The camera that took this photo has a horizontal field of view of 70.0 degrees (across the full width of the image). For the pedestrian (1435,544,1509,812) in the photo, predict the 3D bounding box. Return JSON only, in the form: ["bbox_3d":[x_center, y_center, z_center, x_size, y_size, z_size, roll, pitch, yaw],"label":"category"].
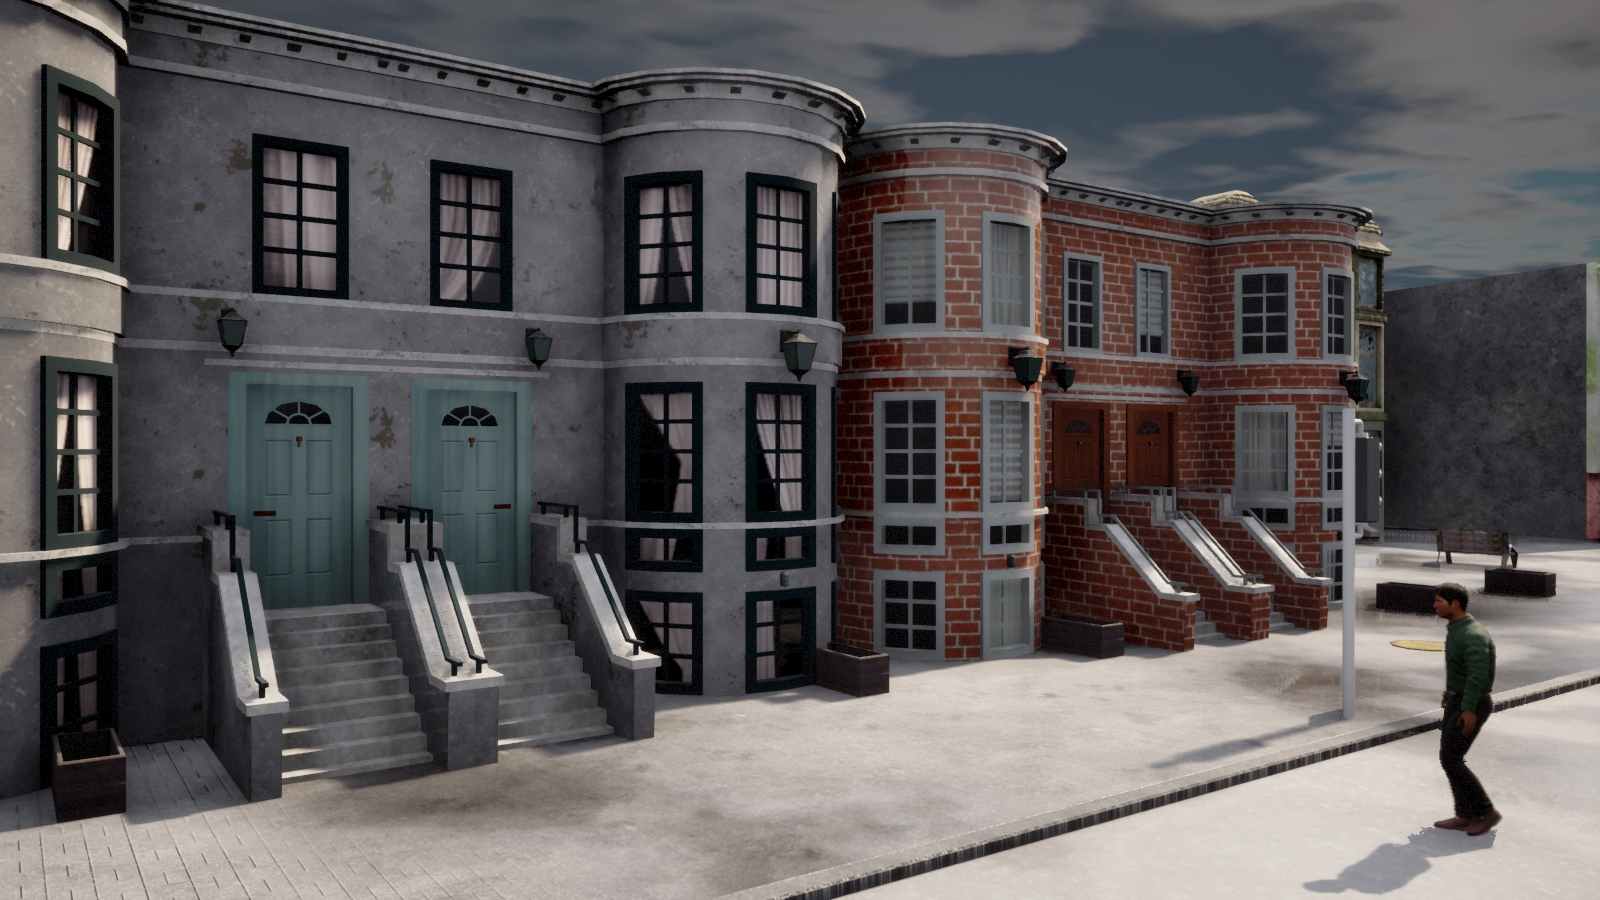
[{"bbox_3d":[4.876,1.629,8.300,0.375,1.860,0.375,0,0,16],"label":"pedestrian"}]
